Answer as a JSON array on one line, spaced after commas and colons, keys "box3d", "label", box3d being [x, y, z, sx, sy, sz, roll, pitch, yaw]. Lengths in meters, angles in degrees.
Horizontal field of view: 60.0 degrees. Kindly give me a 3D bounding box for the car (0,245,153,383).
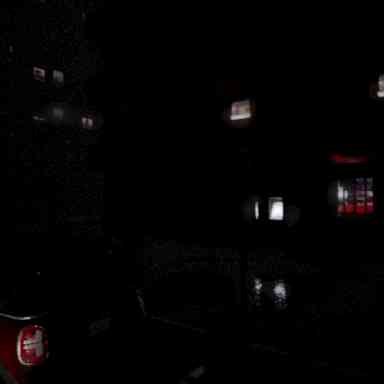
[{"box3d": [-2.573, 1.485, 4.714, 4.097, 1.590, 1.967, -1, -1, 36], "label": "car"}]
